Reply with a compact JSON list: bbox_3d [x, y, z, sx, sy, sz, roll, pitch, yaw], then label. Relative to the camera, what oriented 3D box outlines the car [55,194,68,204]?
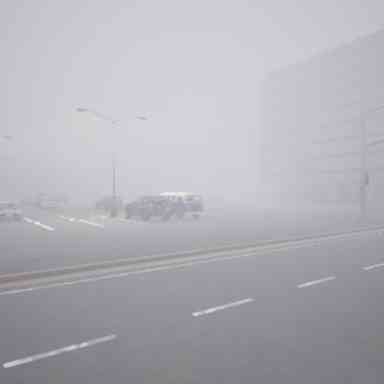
[{"bbox_3d":[-23.222,1.122,58.140,1.932,1.855,4.605,0,0,-35],"label":"car"}]

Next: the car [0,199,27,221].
[{"bbox_3d":[-13.962,1.432,24.964,1.970,1.475,3.806,0,0,-35],"label":"car"}]

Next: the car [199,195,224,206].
[{"bbox_3d":[3.924,1.312,62.270,1.882,1.535,5.008,0,0,-34],"label":"car"}]

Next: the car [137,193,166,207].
[{"bbox_3d":[-7.361,1.440,59.976,2.033,1.411,5.357,0,0,-35],"label":"car"}]

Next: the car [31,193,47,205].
[{"bbox_3d":[-25.627,1.141,56.530,1.905,1.878,3.866,0,0,-35],"label":"car"}]

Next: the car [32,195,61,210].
[{"bbox_3d":[-17.862,1.398,40.652,1.970,1.475,3.806,0,0,-35],"label":"car"}]

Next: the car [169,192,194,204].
[{"bbox_3d":[-2.337,1.168,71.117,1.882,1.535,5.008,0,0,-35],"label":"car"}]
